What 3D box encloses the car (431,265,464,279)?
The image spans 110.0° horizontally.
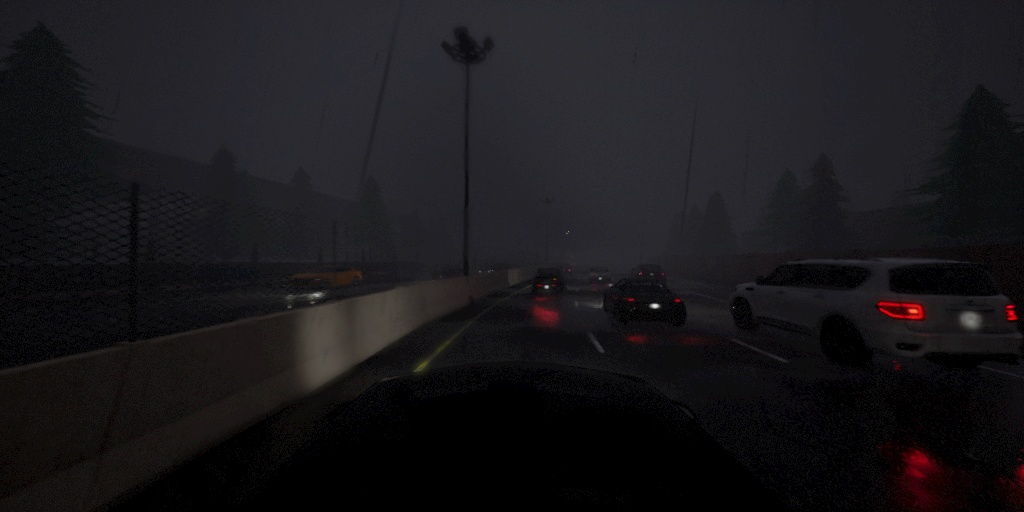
[{"bbox_3d":[-6.110,1.574,34.789,1.895,1.301,4.718,0,0,11],"label":"car"}]

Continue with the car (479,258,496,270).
[{"bbox_3d":[-4.161,1.459,62.950,2.150,2.045,5.566,0,0,11],"label":"car"}]

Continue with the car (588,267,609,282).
[{"bbox_3d":[7.977,1.660,32.867,1.895,1.301,4.718,0,0,11],"label":"car"}]

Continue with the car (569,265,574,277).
[{"bbox_3d":[6.192,1.668,42.086,2.033,1.411,5.357,0,0,11],"label":"car"}]

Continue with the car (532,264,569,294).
[{"bbox_3d":[2.353,1.437,21.916,1.837,1.490,4.892,0,0,10],"label":"car"}]

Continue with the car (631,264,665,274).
[{"bbox_3d":[10.712,1.395,28.507,2.097,1.767,4.553,0,-1,11],"label":"car"}]

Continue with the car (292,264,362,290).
[{"bbox_3d":[-11.852,1.316,23.339,1.882,1.535,5.008,0,0,10],"label":"car"}]

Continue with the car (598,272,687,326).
[{"bbox_3d":[4.364,1.432,12.355,1.994,1.385,4.181,0,0,6],"label":"car"}]

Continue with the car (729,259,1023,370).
[{"bbox_3d":[7.389,1.080,8.284,2.150,2.045,5.566,0,0,4],"label":"car"}]

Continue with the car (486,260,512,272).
[{"bbox_3d":[-1.221,1.568,41.589,1.837,1.490,4.892,0,0,11],"label":"car"}]
